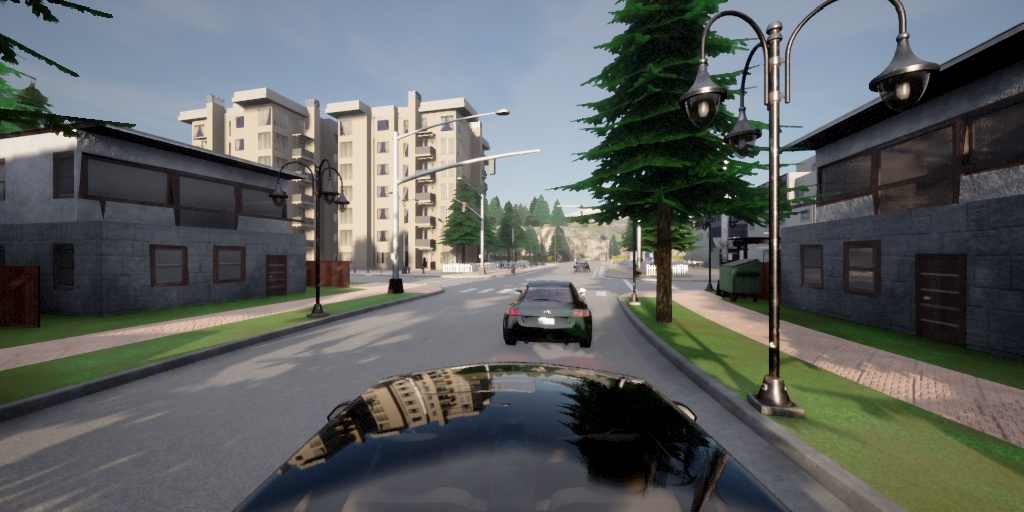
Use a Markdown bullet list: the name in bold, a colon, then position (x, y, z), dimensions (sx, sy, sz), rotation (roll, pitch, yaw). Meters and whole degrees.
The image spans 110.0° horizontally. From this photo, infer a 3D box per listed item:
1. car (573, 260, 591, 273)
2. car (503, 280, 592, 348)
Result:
- **car**: position (8.753, 1.276, 44.911), dimensions (2.128, 1.511, 4.902), rotation (0, 0, 14)
- **car**: position (0.999, 1.314, 9.370), dimensions (1.994, 1.385, 4.181), rotation (0, 0, 8)
